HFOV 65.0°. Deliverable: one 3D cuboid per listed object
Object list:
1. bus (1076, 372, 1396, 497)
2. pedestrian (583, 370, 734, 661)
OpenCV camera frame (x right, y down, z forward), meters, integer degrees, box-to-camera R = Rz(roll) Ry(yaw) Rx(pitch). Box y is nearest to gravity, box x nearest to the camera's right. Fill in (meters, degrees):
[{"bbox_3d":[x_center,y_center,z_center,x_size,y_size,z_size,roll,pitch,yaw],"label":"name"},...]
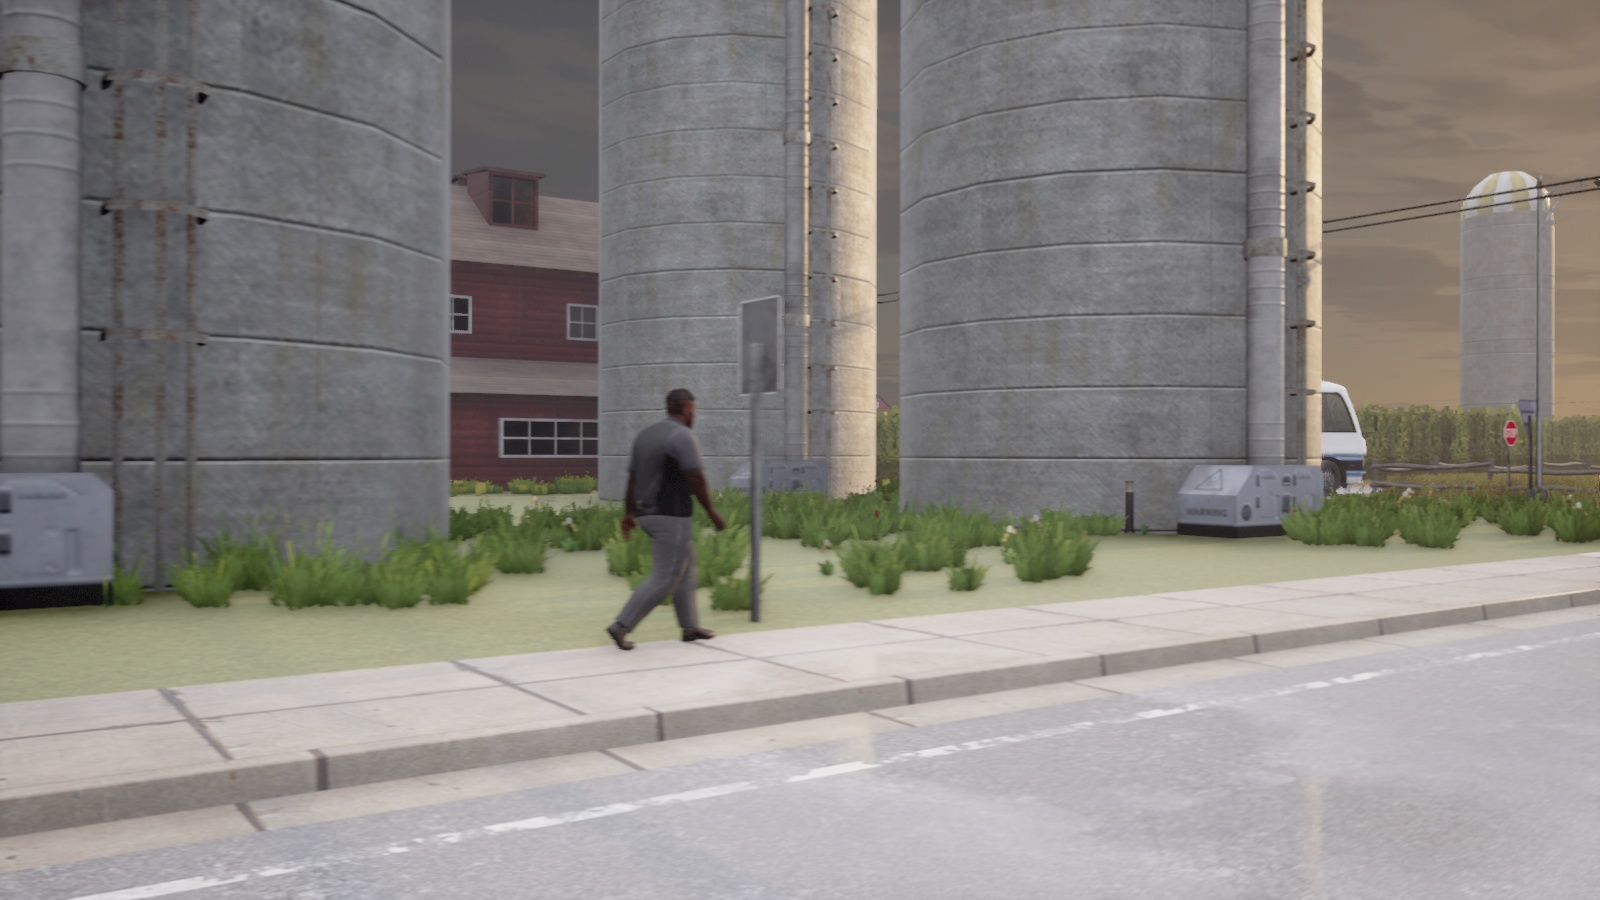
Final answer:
[{"bbox_3d":[15.426,-0.553,45.348,10.273,4.253,3.944,0,1,6],"label":"bus"},{"bbox_3d":[-0.966,0.423,8.579,0.849,1.883,0.563,0,0,-35],"label":"pedestrian"}]
